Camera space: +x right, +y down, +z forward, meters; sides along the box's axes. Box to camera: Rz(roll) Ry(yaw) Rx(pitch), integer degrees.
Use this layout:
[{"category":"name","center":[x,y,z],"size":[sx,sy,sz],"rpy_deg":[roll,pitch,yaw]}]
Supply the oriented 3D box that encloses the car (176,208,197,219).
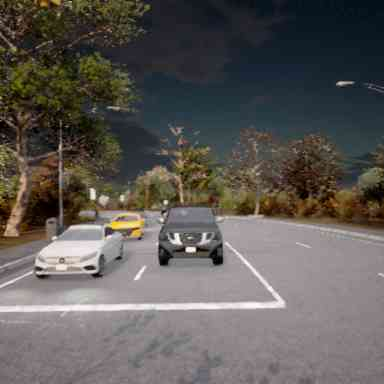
[{"category":"car","center":[-0.864,2.948,46.110],"size":[1.812,1.442,4.674],"rpy_deg":[-1,-2,-15]}]

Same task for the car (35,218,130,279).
[{"category":"car","center":[-3.535,1.831,11.298],"size":[1.812,1.442,4.674],"rpy_deg":[-1,-1,0]}]

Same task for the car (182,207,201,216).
[{"category":"car","center":[-0.159,3.250,55.951],"size":[1.837,1.490,4.892],"rpy_deg":[-1,-2,-18]}]

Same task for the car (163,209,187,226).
[{"category":"car","center":[-1.785,2.493,32.733],"size":[1.812,1.442,4.674],"rpy_deg":[-1,-2,-9]}]

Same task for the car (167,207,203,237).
[{"category":"car","center":[-0.596,1.944,22.704],"size":[2.097,1.767,4.553],"rpy_deg":[-1,-2,-5]}]

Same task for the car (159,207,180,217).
[{"category":"car","center":[-3.841,3.318,55.946],"size":[2.128,1.511,4.902],"rpy_deg":[-1,-2,-19]}]

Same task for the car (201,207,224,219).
[{"category":"car","center":[2.780,2.849,46.059],"size":[1.837,1.490,4.892],"rpy_deg":[-1,-2,-14]}]

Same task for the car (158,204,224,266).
[{"category":"car","center":[-0.027,1.519,13.151],"size":[2.150,2.045,5.566],"rpy_deg":[-1,-2,0]}]

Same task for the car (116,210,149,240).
[{"category":"car","center":[-3.909,2.058,20.635],"size":[1.882,1.535,5.008],"rpy_deg":[-1,-2,-4]}]
